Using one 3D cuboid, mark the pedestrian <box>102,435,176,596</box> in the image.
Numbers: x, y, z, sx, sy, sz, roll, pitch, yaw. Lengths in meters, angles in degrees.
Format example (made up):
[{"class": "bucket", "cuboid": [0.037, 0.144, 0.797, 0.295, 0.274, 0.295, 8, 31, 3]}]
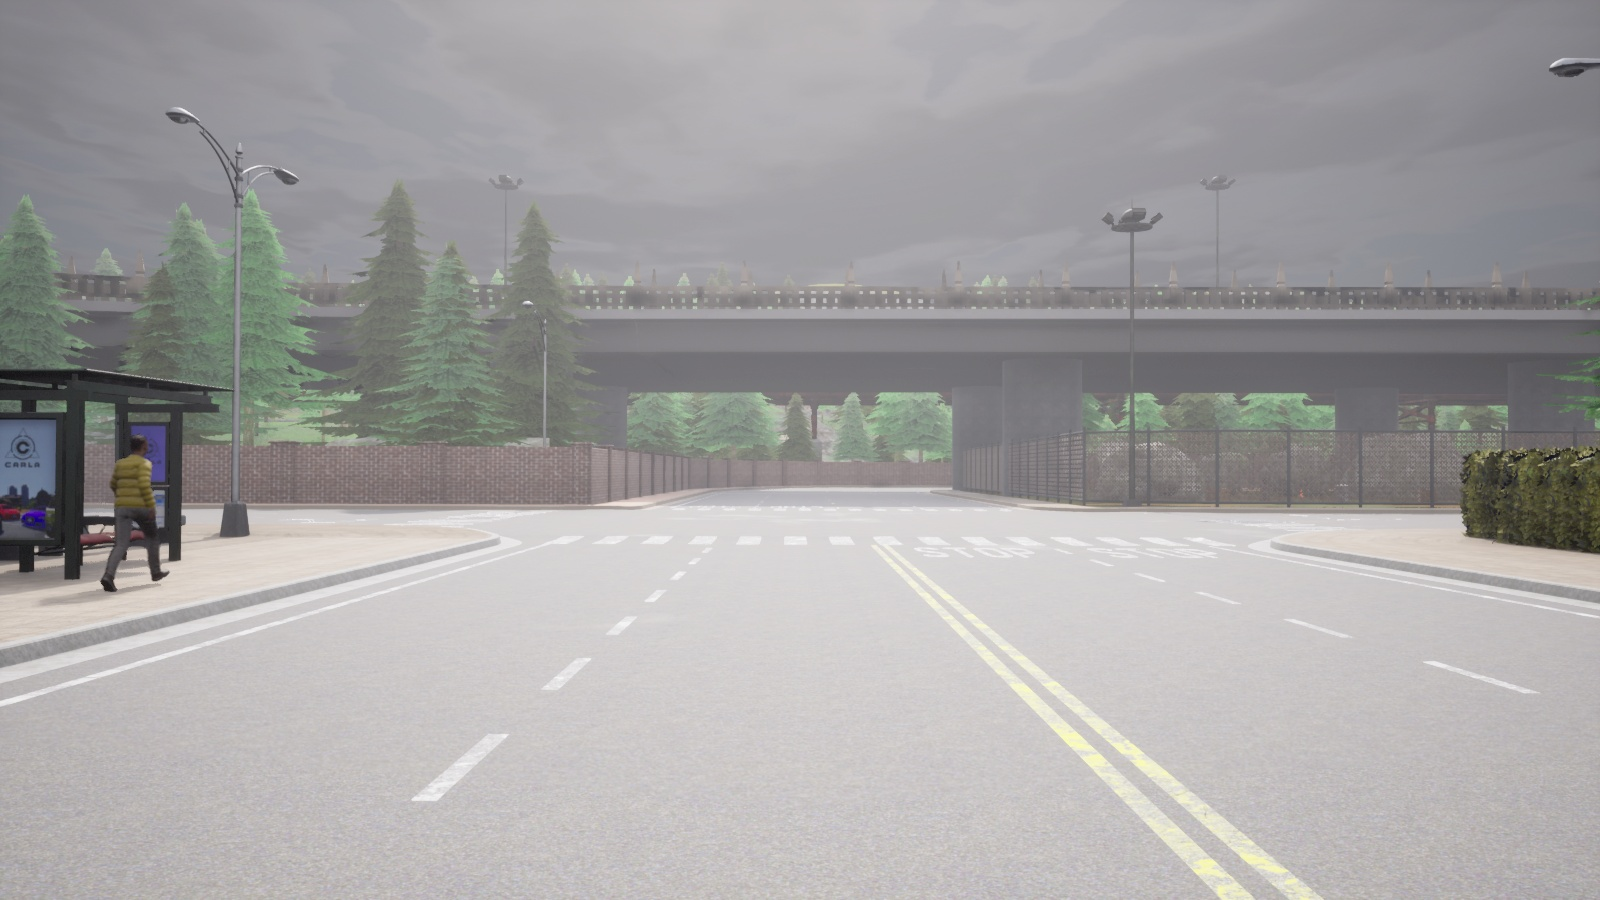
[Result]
[{"class": "pedestrian", "cuboid": [-7.750, 0.751, 14.741, 0.431, 1.840, 0.709, 0, -1, 7]}]
